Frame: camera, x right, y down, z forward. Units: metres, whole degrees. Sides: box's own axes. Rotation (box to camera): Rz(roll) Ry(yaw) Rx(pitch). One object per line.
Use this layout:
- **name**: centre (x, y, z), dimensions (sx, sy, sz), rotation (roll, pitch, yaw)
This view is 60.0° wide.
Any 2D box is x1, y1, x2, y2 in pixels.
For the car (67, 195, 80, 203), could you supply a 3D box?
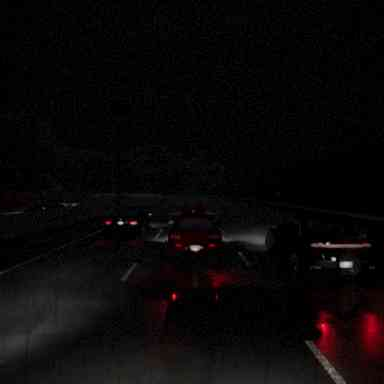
- **car**: centre (-23.820, 1.434, 66.589), dimensions (1.812, 1.442, 4.674), rotation (0, 0, 1)

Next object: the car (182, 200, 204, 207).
- **car**: centre (0.120, 1.438, 30.483), dimensions (1.882, 1.535, 5.008), rotation (0, 0, 0)

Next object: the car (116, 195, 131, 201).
- **car**: centre (-13.312, 1.414, 66.548), dimensions (1.837, 1.490, 4.892), rotation (0, 0, 0)

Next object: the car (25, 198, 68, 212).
- **car**: centre (-14.061, 1.560, 32.046), dimensions (1.895, 1.301, 4.718), rotation (0, 0, 1)

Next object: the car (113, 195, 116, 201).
- **car**: centre (-16.853, 1.346, 76.335), dimensions (1.882, 1.535, 5.008), rotation (0, 0, 0)

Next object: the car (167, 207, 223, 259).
- **car**: centre (0.096, 1.508, 12.335), dimensions (1.812, 1.442, 4.674), rotation (0, 0, 0)

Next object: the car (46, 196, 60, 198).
- **car**: centre (-17.435, 1.453, 39.399), dimensions (1.837, 1.490, 4.892), rotation (0, 0, 1)

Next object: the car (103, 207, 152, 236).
- **car**: centre (-3.406, 1.524, 18.375), dimensions (2.033, 1.411, 5.357), rotation (0, 0, 0)

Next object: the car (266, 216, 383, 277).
- **car**: centre (3.598, 1.478, 10.184), dimensions (2.128, 1.511, 4.902), rotation (0, 0, 0)
